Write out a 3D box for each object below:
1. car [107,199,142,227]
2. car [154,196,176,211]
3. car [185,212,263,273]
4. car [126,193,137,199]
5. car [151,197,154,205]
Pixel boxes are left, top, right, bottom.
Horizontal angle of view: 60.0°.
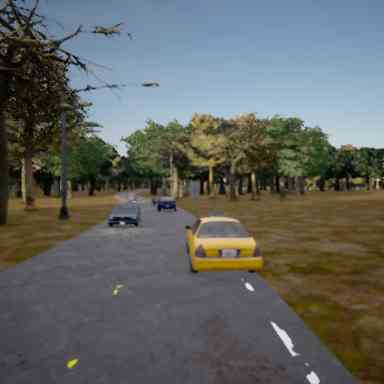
[{"bbox_3d":[-4.256,1.417,21.852,2.033,1.411,5.357,0,0,-5],"label":"car"},{"bbox_3d":[-2.842,1.223,36.490,1.882,1.535,5.008,0,1,-9],"label":"car"},{"bbox_3d":[0.761,1.392,10.375,1.801,1.575,5.366,0,0,-3],"label":"car"},{"bbox_3d":[-11.527,0.998,63.395,1.812,1.442,4.674,0,1,-14],"label":"car"},{"bbox_3d":[-4.878,1.230,48.618,1.895,1.301,4.718,0,1,-12],"label":"car"}]
